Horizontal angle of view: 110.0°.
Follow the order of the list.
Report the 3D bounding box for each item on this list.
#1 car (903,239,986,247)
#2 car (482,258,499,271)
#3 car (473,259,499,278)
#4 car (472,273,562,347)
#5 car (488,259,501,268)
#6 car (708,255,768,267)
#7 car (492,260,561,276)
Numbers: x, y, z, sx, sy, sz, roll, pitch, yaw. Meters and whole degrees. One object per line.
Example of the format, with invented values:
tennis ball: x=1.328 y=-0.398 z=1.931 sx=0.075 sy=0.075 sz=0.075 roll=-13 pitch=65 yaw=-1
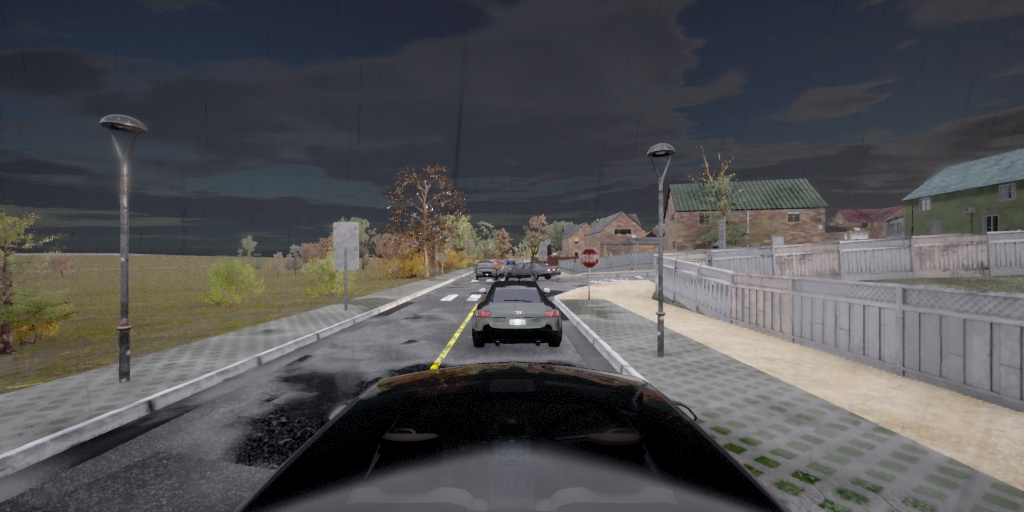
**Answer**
car: x=23.838 y=-0.208 z=20.327 sx=4.902 sy=1.511 sz=2.128 roll=-3 pitch=0 yaw=14
car: x=-2.982 y=1.121 z=51.028 sx=2.097 sy=1.767 sz=4.553 roll=0 pitch=0 yaw=0
car: x=-2.331 y=1.258 z=31.212 sx=1.837 sy=1.490 sz=4.892 roll=0 pitch=0 yaw=-8
car: x=0.082 y=1.313 z=9.292 sx=1.994 sy=1.385 sz=4.181 roll=0 pitch=0 yaw=-1
car: x=-2.995 y=1.256 z=61.065 sx=1.882 sy=1.535 sz=5.008 roll=0 pitch=0 yaw=0
car: x=14.330 y=0.413 z=22.723 sx=4.181 sy=1.385 sz=1.994 roll=-3 pitch=0 yaw=16
car: x=1.264 y=1.198 z=28.310 sx=5.357 sy=1.411 sz=2.033 roll=-4 pitch=-3 yaw=43
